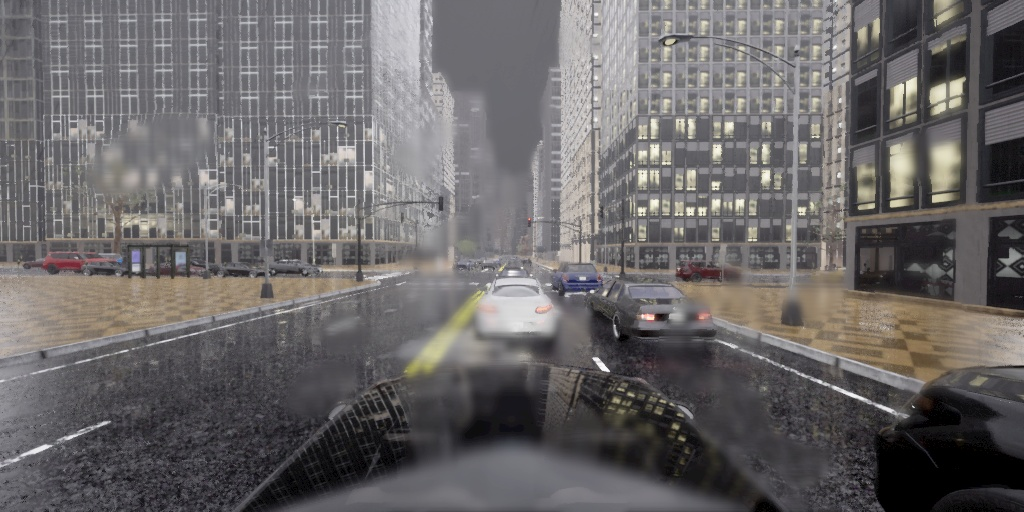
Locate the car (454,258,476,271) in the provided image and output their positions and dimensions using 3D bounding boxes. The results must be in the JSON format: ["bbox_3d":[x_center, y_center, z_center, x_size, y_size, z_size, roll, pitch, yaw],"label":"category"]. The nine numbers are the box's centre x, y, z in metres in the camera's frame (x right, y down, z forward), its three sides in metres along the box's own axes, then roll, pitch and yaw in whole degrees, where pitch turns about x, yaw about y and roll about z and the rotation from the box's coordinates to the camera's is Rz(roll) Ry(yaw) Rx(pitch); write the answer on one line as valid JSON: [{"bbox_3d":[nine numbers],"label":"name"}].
[{"bbox_3d":[-6.576,1.068,49.264,2.097,1.767,4.553,0,0,1],"label":"car"}]

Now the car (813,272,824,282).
[{"bbox_3d":[27.670,1.579,29.518,4.829,1.417,1.751,0,0,1],"label":"car"}]

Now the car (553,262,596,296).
[{"bbox_3d":[3.367,1.093,19.185,2.097,1.767,4.553,0,0,0],"label":"car"}]

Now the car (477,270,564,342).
[{"bbox_3d":[0.107,1.272,9.662,1.812,1.442,4.674,0,0,0],"label":"car"}]

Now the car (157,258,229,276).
[{"bbox_3d":[-29.408,0.981,33.145,5.008,1.535,1.882,1,1,1],"label":"car"}]

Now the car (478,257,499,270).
[{"bbox_3d":[-3.292,1.262,51.245,2.033,1.411,5.357,0,0,0],"label":"car"}]

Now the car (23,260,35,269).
[{"bbox_3d":[-50.932,0.793,39.405,4.207,1.307,1.802,0,0,1],"label":"car"}]

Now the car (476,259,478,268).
[{"bbox_3d":[-6.529,1.211,58.361,1.837,1.490,4.892,0,0,0],"label":"car"}]

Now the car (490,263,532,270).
[{"bbox_3d":[0.117,1.288,18.906,2.033,1.411,5.357,0,0,0],"label":"car"}]

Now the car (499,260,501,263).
[{"bbox_3d":[-3.267,1.304,61.006,1.895,1.301,4.718,0,0,0],"label":"car"}]

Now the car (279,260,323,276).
[{"bbox_3d":[-19.997,1.080,32.944,4.902,1.511,2.128,1,1,1],"label":"car"}]

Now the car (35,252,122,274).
[{"bbox_3d":[-40.007,0.628,33.375,5.566,2.045,2.150,1,1,1],"label":"car"}]

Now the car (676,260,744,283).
[{"bbox_3d":[16.222,1.269,29.726,5.009,1.841,2.192,0,0,1],"label":"car"}]

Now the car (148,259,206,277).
[{"bbox_3d":[-28.387,1.138,30.433,4.207,1.307,1.802,0,0,1],"label":"car"}]

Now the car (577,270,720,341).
[{"bbox_3d":[3.360,1.293,9.800,2.033,1.411,5.357,0,0,0],"label":"car"}]

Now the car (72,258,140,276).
[{"bbox_3d":[-34.067,1.069,30.612,4.313,1.339,1.948,0,0,1],"label":"car"}]

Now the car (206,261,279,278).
[{"bbox_3d":[-22.703,1.174,30.294,4.313,1.339,1.948,0,0,1],"label":"car"}]
